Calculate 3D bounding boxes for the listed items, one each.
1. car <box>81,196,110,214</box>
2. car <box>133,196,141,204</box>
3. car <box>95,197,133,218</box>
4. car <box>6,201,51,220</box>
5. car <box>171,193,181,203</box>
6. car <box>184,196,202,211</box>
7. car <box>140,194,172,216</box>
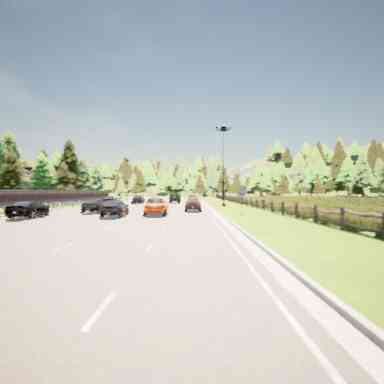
[{"bbox_3d":[-10.379,1.497,35.587,1.837,1.490,4.892,0,-1,0],"label":"car"},{"bbox_3d":[-10.362,1.492,64.526,1.837,1.490,4.892,0,-1,0],"label":"car"},{"bbox_3d":[-6.882,1.500,29.830,1.837,1.490,4.892,0,0,0],"label":"car"},{"bbox_3d":[-13.883,1.474,28.527,1.882,1.535,5.008,0,0,0],"label":"car"},{"bbox_3d":[-3.361,1.208,66.476,2.150,2.045,5.566,0,0,0],"label":"car"},{"bbox_3d":[0.120,1.519,39.488,1.812,1.442,4.674,0,0,0],"label":"car"},{"bbox_3d":[-3.382,1.348,32.240,2.097,1.767,4.553,0,0,0],"label":"car"}]
